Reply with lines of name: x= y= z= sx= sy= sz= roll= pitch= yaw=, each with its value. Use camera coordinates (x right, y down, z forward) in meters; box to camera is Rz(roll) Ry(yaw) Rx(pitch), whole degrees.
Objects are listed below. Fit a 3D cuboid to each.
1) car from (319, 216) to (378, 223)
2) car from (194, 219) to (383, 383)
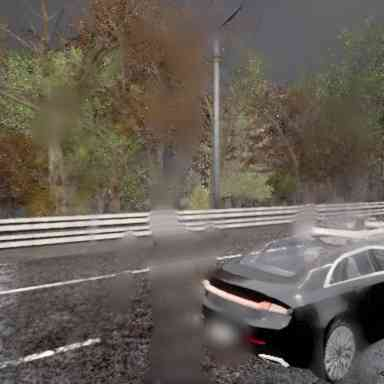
car: x=6.065 y=1.526 z=12.334 sx=4.718 sy=1.301 sz=1.895 roll=0 pitch=0 yaw=-35
car: x=2.329 y=1.461 z=5.394 sx=4.902 sy=1.511 sz=2.128 roll=0 pitch=0 yaw=-35
